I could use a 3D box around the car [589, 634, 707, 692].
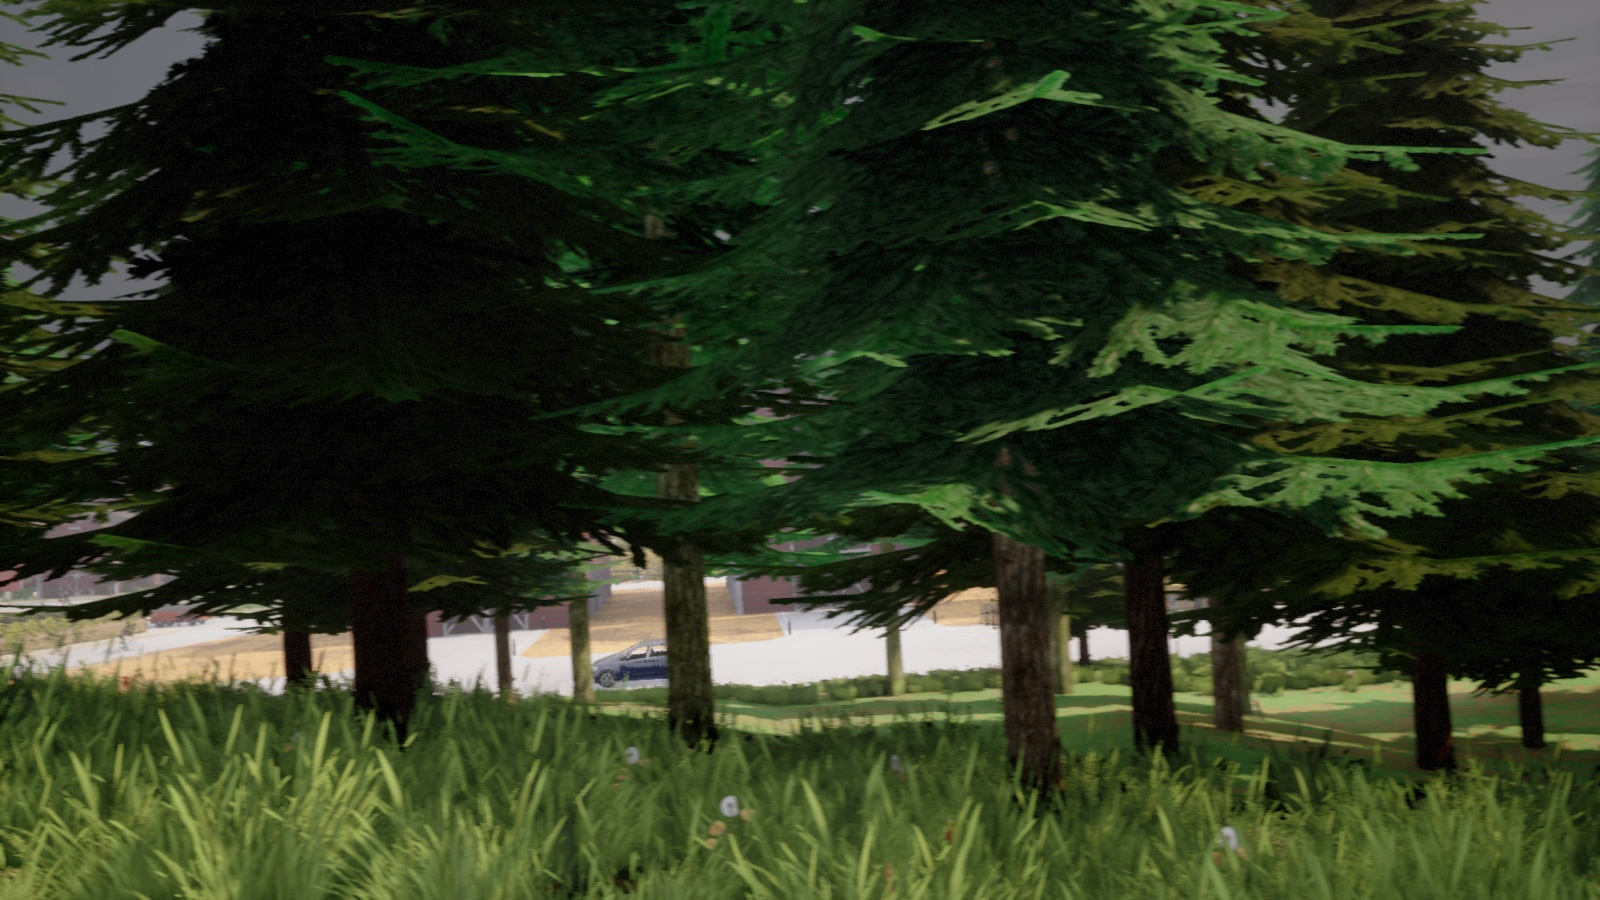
[{"bbox_3d":[-6.189,8.731,51.669,4.611,1.667,2.242,-5,-2,-5],"label":"car"}]

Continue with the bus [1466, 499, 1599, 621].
[{"bbox_3d":[33.538,4.217,51.397,10.273,4.253,3.944,-5,-2,-5],"label":"bus"}]
